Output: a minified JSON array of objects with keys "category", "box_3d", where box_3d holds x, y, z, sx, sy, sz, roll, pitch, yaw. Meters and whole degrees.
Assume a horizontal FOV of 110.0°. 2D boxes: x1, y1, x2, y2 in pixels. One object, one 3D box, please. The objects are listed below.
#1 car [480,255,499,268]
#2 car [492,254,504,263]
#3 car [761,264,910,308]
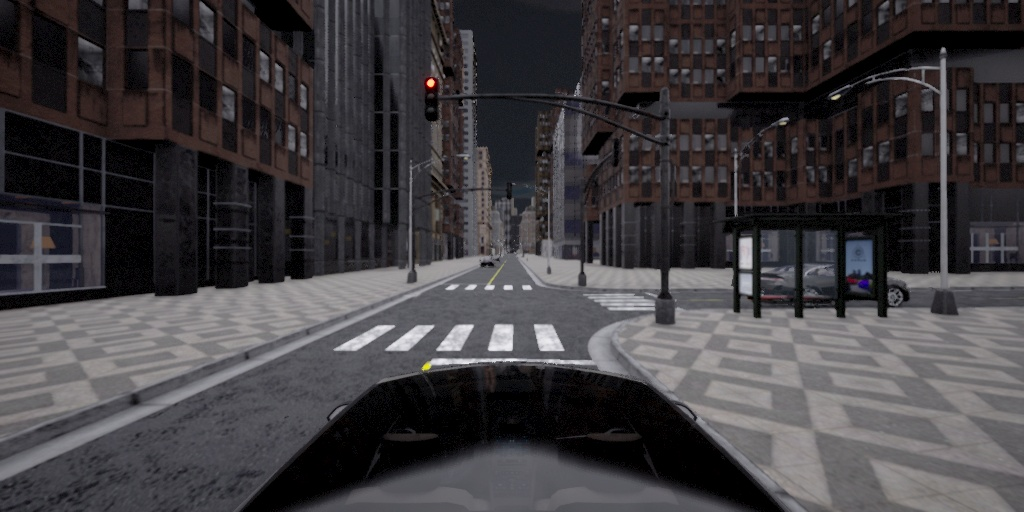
[{"category":"car","box_3d":[-3.035,0.874,45.945,1.895,1.301,4.718,0,1,0]},{"category":"car","box_3d":[-2.919,0.397,62.814,1.837,1.490,4.892,0,1,0]},{"category":"car","box_3d":[11.518,1.019,13.108,4.902,1.511,2.128,0,0,0]}]
